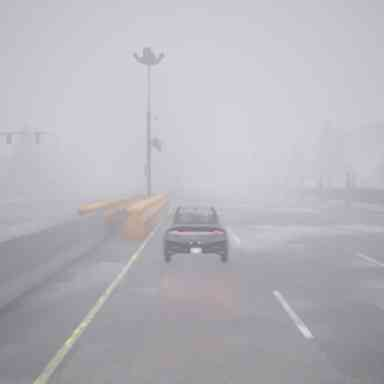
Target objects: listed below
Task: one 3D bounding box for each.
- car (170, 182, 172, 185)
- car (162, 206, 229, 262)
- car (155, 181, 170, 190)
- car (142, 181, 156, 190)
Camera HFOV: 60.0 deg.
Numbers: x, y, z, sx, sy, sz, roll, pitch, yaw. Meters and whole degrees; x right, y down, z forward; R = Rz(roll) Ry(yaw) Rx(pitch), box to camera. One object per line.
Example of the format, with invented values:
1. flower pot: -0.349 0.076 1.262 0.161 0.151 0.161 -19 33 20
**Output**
1. car: -6.538 -1.970 92.137 2.097 1.767 4.553 0 2 0
2. car: 0.113 1.194 10.903 2.128 1.511 4.902 0 2 0
3. car: -6.627 -1.237 76.404 1.837 1.490 4.892 0 2 0
4. car: -10.127 -1.198 76.425 2.033 1.411 5.357 0 2 0
